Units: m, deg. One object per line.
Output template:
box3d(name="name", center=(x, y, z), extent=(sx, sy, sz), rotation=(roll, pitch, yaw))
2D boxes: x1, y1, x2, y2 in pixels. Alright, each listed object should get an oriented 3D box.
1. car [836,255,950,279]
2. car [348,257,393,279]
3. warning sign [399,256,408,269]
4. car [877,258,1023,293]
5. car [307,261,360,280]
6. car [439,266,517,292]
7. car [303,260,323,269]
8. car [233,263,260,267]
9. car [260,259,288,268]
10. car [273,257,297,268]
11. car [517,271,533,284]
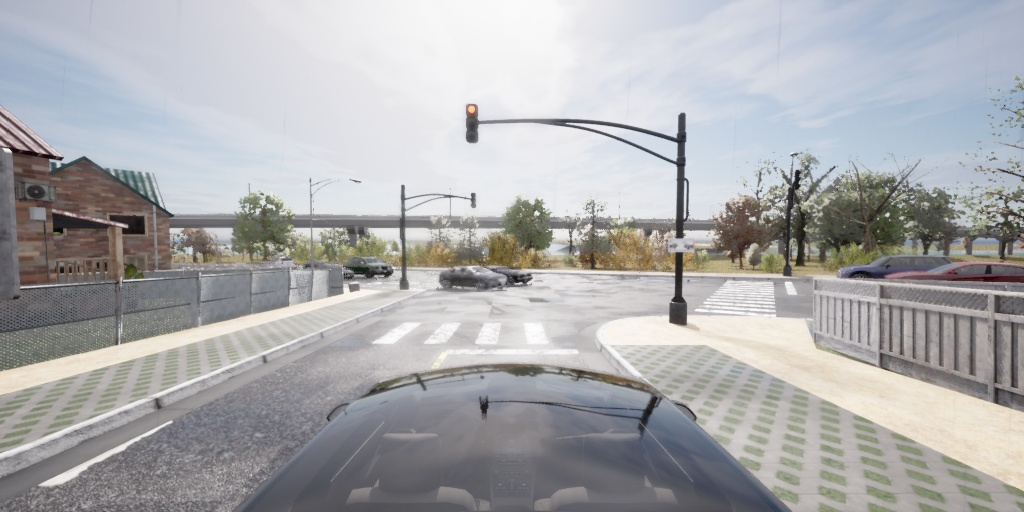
box3d(name="car", center=(19.829, 0.754, 18.580), extent=(4.553, 1.767, 2.097), rotation=(0, 2, 36))
box3d(name="car", center=(-14.017, 1.100, 34.920), extent=(5.566, 2.045, 2.150), rotation=(0, 2, 36))
box3d(name="warning sign", center=(-14.238, 0.716, 46.795), extent=(1.060, 1.860, 1.300), rotation=(0, 0, 36))
box3d(name="car", center=(19.184, 0.980, 15.037), extent=(5.008, 1.535, 1.882), rotation=(0, 2, 36))
box3d(name="car", center=(-16.213, 1.497, 32.514), extent=(4.892, 1.490, 1.837), rotation=(0, 2, 36))
box3d(name="car", center=(-2.493, 1.373, 22.530), extent=(4.902, 1.511, 2.128), rotation=(-1, 2, 36))
box3d(name="car", center=(-30.158, 1.314, 54.831), extent=(4.902, 1.511, 2.128), rotation=(-1, 2, 36))
box3d(name="car", center=(-34.599, 1.672, 45.940), extent=(4.674, 1.442, 1.812), rotation=(-1, 2, 36))
box3d(name="car", center=(-33.224, 1.533, 48.960), extent=(4.902, 1.511, 2.128), rotation=(-1, 2, 36))
box3d(name="car", center=(-35.314, 1.185, 54.651), extent=(5.566, 2.045, 2.150), rotation=(0, 2, 36))
box3d(name="car", center=(-0.855, 1.371, 25.360), extent=(4.718, 1.301, 1.895), rotation=(0, 2, 36))
